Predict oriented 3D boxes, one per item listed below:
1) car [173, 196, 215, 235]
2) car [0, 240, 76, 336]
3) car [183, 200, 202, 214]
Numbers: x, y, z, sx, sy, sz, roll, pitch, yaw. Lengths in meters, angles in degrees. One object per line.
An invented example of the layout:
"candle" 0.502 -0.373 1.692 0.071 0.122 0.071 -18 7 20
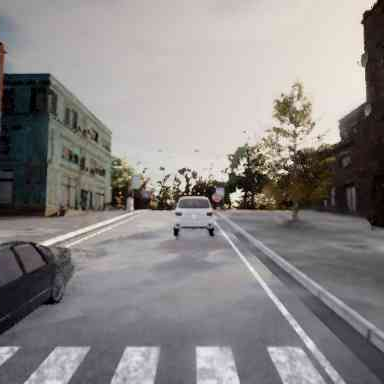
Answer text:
"car" 0.097 1.263 19.177 2.150 2.045 5.566 0 0 0
"car" -3.595 1.558 5.428 2.033 1.411 5.357 0 0 0
"car" 0.095 1.674 38.155 2.033 1.411 5.357 0 -1 0
